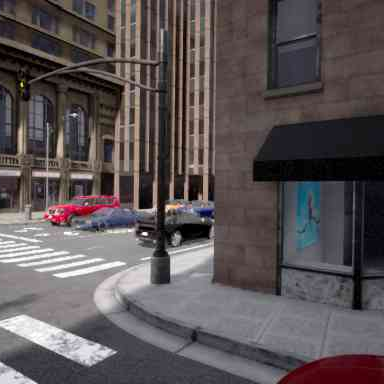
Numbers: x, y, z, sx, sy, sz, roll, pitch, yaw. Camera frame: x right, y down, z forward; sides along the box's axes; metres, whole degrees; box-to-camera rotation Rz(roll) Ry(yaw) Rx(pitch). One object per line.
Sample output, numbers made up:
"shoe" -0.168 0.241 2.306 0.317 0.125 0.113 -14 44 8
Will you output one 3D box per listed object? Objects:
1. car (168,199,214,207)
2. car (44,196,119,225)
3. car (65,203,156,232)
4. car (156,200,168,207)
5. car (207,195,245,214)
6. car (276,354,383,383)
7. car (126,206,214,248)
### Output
"car" 0.347 1.545 29.345 2.097 1.767 4.553 1 0 35
"car" -7.552 1.289 23.734 2.150 2.045 5.566 1 0 35
"car" -5.087 1.659 21.595 2.033 1.411 5.357 1 0 35
"car" -1.851 1.504 31.873 2.097 1.767 4.553 1 0 35
"car" 4.232 1.466 40.543 2.150 2.045 5.566 1 0 35
"car" 2.411 1.545 1.255 4.507 1.381 1.887 0 1 35
"car" -0.614 1.672 16.304 1.882 1.535 5.008 1 0 35
